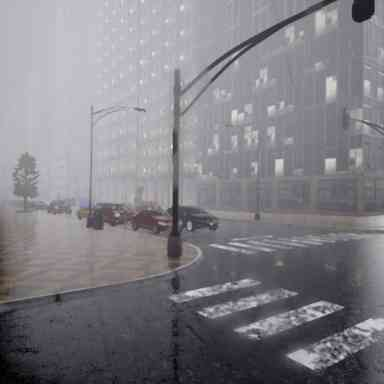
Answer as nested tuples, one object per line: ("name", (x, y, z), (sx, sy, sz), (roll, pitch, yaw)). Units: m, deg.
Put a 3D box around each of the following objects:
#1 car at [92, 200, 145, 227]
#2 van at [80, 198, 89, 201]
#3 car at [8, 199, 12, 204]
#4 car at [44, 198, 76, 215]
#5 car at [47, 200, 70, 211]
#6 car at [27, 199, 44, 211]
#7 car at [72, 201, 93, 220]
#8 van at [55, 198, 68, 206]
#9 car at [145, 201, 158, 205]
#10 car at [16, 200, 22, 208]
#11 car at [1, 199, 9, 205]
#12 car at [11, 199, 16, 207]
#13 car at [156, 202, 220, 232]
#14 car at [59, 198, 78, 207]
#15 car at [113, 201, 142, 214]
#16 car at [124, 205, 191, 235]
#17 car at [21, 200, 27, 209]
("car", (-5.400, 1.572, 24.109), (1.967, 1.590, 4.097), (1, -1, -35))
("van", (-18.078, 1.947, 56.854), (1.690, 1.788, 3.998), (1, -1, -35))
("car", (-34.718, 2.206, 66.021), (1.802, 1.307, 4.206), (1, -1, -35))
("car", (-15.172, 1.736, 38.080), (1.967, 1.590, 4.097), (1, -1, -35))
("car", (-19.883, 1.956, 49.518), (2.128, 1.511, 4.902), (1, -1, -35))
("car", (-21.688, 1.956, 47.392), (2.008, 1.369, 4.403), (1, -1, -35))
("car", (-8.560, 1.710, 28.625), (1.752, 1.417, 4.829), (1, -1, -35))
("van", (-27.851, 2.112, 70.825), (1.690, 1.788, 3.998), (1, -1, -35))
("car", (-5.048, 1.828, 38.224), (1.967, 1.590, 4.097), (1, -1, -35))
("car", (-28.203, 2.060, 56.707), (1.887, 1.381, 4.507), (1, -1, -35))
("car", (-41.234, 2.284, 75.335), (2.008, 1.369, 4.403), (1, -1, -35))
("car", (-31.461, 2.120, 61.363), (2.008, 1.369, 4.403), (1, -1, -35))
("car", (-0.194, 1.630, 21.196), (1.837, 1.490, 4.892), (1, -1, -33))
("car", (-24.593, 2.031, 66.168), (2.192, 1.841, 5.009), (1, -1, -35))
("car", (-8.403, 1.969, 43.020), (1.752, 1.417, 4.829), (1, -1, -35))
("car", (-2.142, 1.659, 19.450), (1.802, 1.307, 4.206), (1, -1, -35))
("car", (-24.945, 2.026, 52.049), (1.947, 1.339, 4.313), (1, -1, -35))
